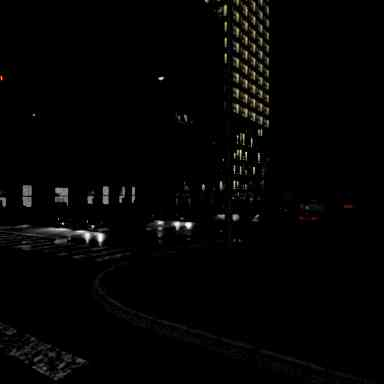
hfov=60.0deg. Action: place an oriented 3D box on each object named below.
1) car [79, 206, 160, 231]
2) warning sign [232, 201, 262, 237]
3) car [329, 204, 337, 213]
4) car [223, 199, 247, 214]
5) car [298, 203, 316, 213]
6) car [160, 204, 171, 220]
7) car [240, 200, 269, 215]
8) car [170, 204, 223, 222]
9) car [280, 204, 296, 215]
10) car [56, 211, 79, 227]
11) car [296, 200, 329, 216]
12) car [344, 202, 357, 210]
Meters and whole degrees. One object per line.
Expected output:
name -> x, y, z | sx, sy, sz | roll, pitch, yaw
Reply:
car -> -4.940, 1.874, 23.622 | 2.033, 1.411, 5.357 | 0, -1, 33
warning sign -> 3.068, 1.454, 18.571 | 1.300, 1.860, 1.060 | 1, 1, 33
car -> 21.755, 2.596, 53.030 | 1.994, 1.385, 4.181 | 0, -1, 33
car -> 6.258, 2.007, 47.050 | 2.150, 2.045, 5.566 | 0, -1, 33
car -> 19.019, 2.554, 54.785 | 1.812, 1.442, 4.674 | 0, -1, 33
car -> -2.417, 1.999, 33.576 | 1.837, 1.490, 4.892 | 0, 0, 33
car -> 8.927, 2.277, 45.198 | 2.128, 1.511, 4.902 | 0, -1, 33
car -> 0.556, 2.056, 32.193 | 2.033, 1.411, 5.357 | 0, -1, 33
car -> 13.730, 2.418, 46.440 | 1.994, 1.385, 4.181 | 0, -1, 33
car -> -7.597, 1.873, 25.500 | 2.033, 1.411, 5.357 | 0, -1, 33
car -> 16.032, 2.065, 44.041 | 2.150, 2.045, 5.566 | 0, -1, 35
car -> 31.303, 2.789, 65.816 | 1.882, 1.535, 5.008 | 0, -1, 33
